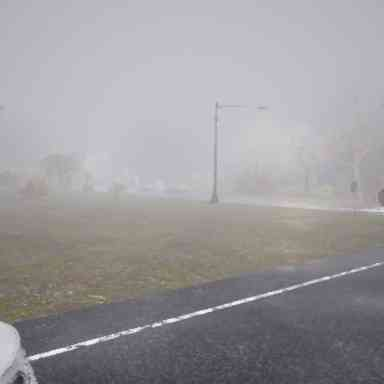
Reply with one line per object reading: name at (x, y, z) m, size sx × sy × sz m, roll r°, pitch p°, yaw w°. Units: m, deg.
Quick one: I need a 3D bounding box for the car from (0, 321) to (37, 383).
car at (-3.278, 1.538, 1.531) m, size 4.674 × 1.442 × 1.812 m, roll 0°, pitch 0°, yaw -36°

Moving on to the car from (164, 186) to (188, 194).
car at (-2.831, -0.364, 57.626) m, size 2.033 × 1.411 × 5.357 m, roll 0°, pitch 2°, yaw -36°

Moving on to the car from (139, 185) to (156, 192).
car at (-8.907, -0.723, 66.093) m, size 1.812 × 1.442 × 4.674 m, roll 0°, pitch 2°, yaw -36°
